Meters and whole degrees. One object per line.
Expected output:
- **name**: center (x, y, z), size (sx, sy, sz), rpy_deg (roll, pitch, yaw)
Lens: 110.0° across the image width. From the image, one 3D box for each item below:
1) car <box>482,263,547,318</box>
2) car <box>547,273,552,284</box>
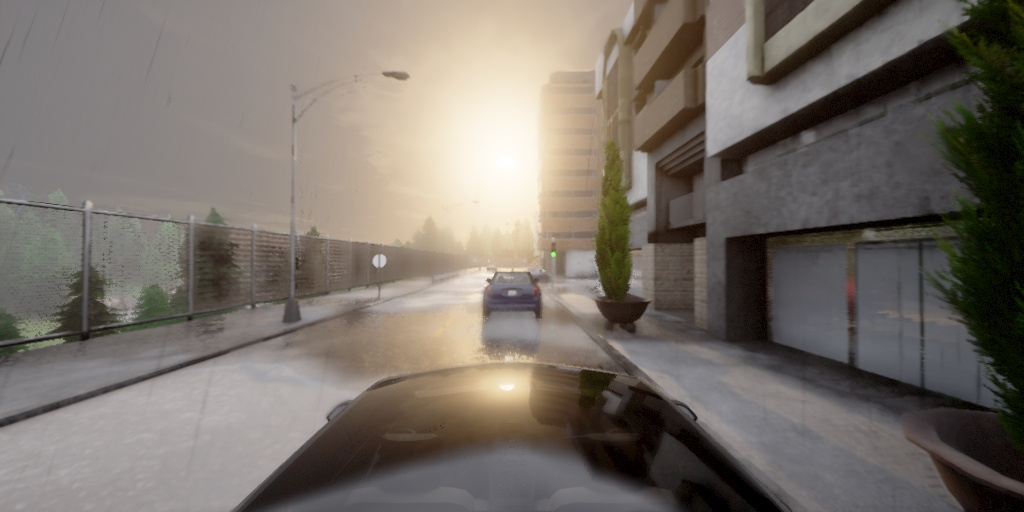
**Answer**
- **car**: center (0.041, 1.271, 14.014), size (2.097, 1.767, 4.553), rpy_deg (0, -1, 1)
- **car**: center (1.780, 1.659, 29.483), size (1.812, 1.442, 4.674), rpy_deg (-1, -1, 27)
